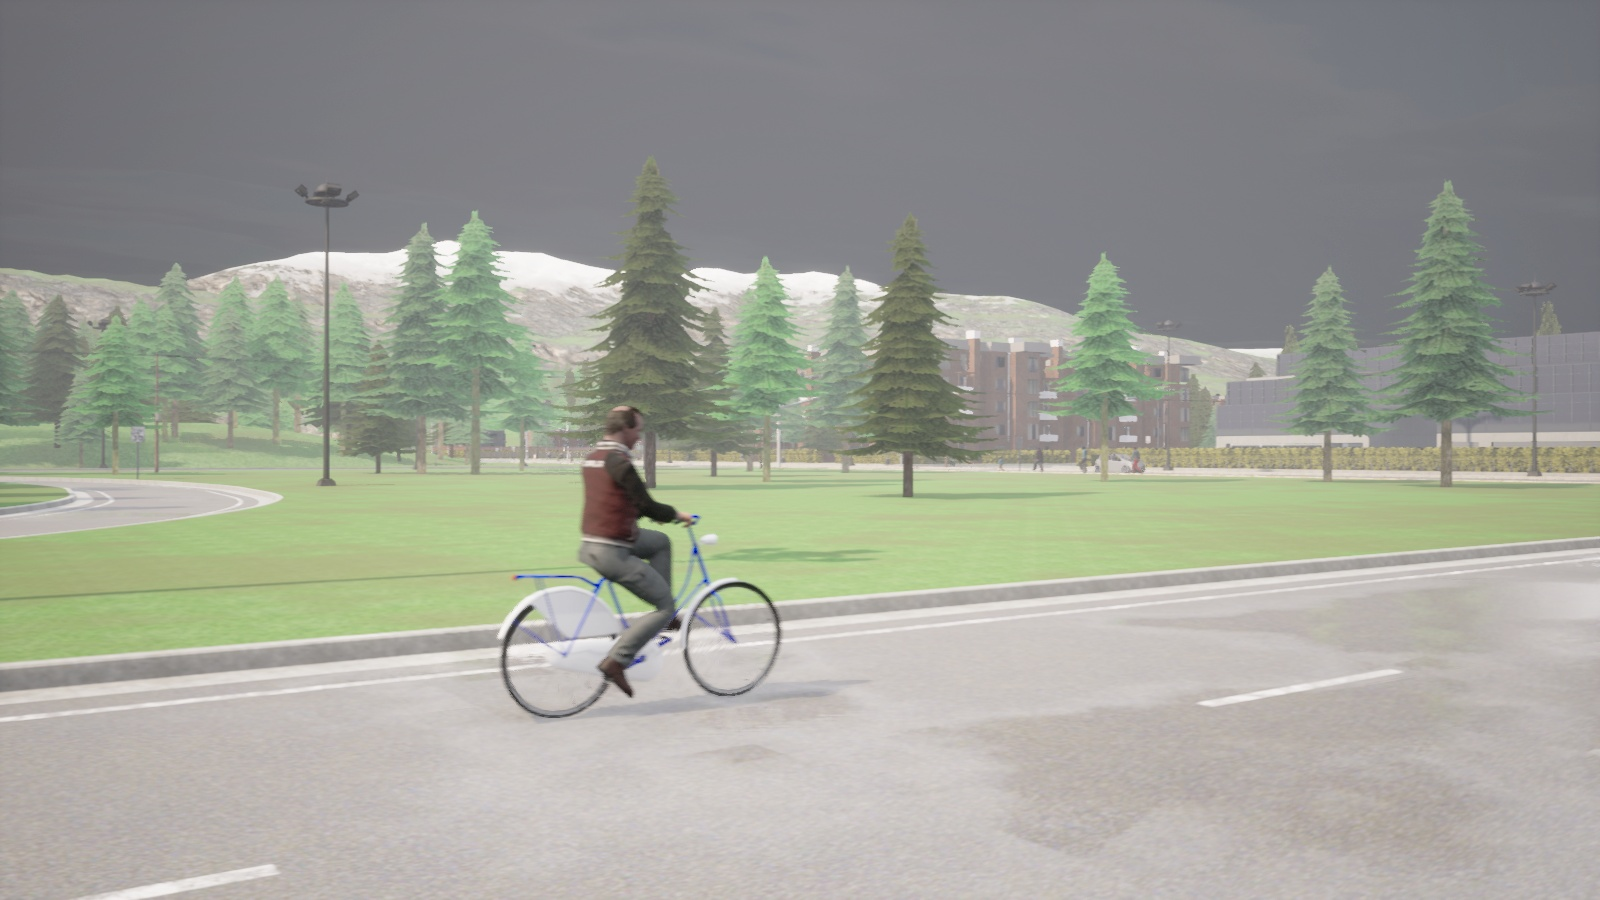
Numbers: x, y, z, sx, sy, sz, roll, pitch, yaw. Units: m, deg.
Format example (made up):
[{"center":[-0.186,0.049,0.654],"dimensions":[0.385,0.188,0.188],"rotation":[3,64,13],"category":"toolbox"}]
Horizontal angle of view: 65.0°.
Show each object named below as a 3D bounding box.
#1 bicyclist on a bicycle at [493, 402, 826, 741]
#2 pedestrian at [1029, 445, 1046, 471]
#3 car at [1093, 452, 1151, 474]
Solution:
[{"center":[-0.791,0.635,7.373],"dimensions":[1.843,1.776,0.659],"rotation":[0,0,-35],"category":"bicyclist on a bicycle"},{"center":[16.615,0.564,87.855],"dimensions":[0.634,1.844,0.899],"rotation":[0,0,-40],"category":"pedestrian"},{"center":[22.849,0.930,89.252],"dimensions":[1.845,1.501,3.633],"rotation":[0,0,-35],"category":"car"}]
